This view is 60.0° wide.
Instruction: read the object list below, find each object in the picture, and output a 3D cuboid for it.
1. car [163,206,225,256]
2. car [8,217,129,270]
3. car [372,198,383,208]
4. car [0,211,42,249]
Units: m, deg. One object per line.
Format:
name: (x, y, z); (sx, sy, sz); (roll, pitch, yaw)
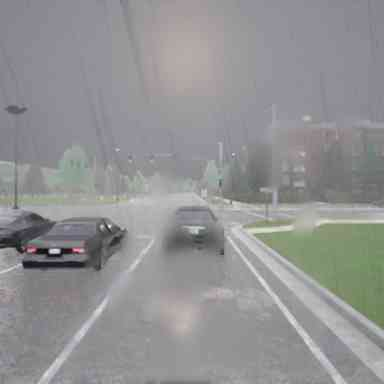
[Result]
car: (0.087, 1.324, 13.087); (2.097, 1.767, 4.553); (0, 0, 0)
car: (-3.422, 1.524, 10.824); (2.033, 1.411, 5.357); (0, 0, 0)
car: (27.644, 1.392, 46.086); (4.902, 1.511, 2.128); (0, 0, 0)
car: (-6.915, 1.497, 13.329); (1.812, 1.442, 4.674); (0, 0, 0)
